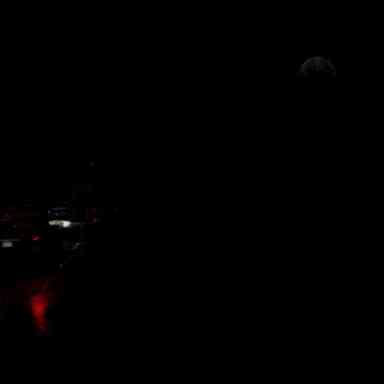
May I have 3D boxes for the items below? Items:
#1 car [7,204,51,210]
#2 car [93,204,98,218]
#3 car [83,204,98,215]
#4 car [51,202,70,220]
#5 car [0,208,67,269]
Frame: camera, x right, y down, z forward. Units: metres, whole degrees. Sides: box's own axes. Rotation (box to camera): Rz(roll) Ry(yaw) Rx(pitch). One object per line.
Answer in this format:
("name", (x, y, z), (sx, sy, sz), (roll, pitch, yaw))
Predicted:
("car", (-11.696, 1.857, 23.164), (2.150, 2.045, 5.566), (-2, -1, -14))
("car", (-13.157, 2.279, 41.568), (2.097, 1.767, 4.553), (-2, -1, -13))
("car", (-15.556, 2.611, 51.323), (1.882, 1.535, 5.008), (-2, -1, -14))
("car", (-15.633, 2.200, 39.651), (2.150, 2.045, 5.566), (-2, -1, -13))
("car", (-6.116, 1.663, 12.208), (2.097, 1.767, 4.553), (-2, -1, -14))
